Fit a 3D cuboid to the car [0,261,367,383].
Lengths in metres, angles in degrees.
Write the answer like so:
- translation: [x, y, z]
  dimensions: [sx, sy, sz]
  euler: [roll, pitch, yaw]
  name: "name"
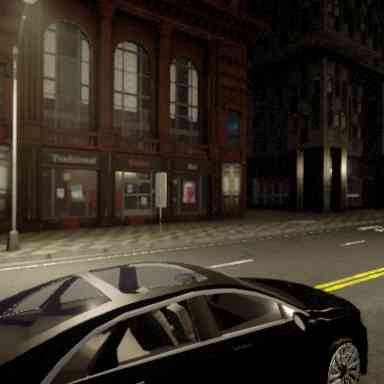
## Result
- translation: [-0.137, 1.492, 3.341]
  dimensions: [4.902, 1.511, 2.128]
  euler: [0, 0, -36]
  name: "car"
